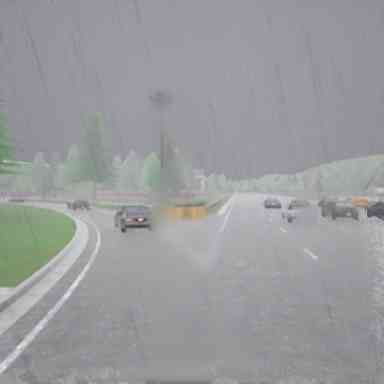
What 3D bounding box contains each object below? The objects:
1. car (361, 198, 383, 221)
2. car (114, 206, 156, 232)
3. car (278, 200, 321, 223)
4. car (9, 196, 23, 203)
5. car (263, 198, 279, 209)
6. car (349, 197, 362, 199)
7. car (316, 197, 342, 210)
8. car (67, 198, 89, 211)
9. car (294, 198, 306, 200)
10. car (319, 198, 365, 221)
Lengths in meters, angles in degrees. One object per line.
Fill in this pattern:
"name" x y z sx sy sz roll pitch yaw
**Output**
"car" 15.016 1.426 25.562 1.812 1.442 4.674 0 0 8
"car" -3.531 1.524 19.927 2.033 1.411 5.357 0 0 -19
"car" 7.862 1.528 24.802 1.895 1.301 4.718 0 0 8
"car" -36.504 1.559 68.911 1.994 1.385 4.181 0 0 -42
"car" 10.401 1.448 43.382 1.994 1.385 4.181 0 0 8
"car" 20.917 1.325 42.780 1.882 1.535 5.008 0 0 8
"car" 17.319 1.425 42.299 1.994 1.385 4.181 0 0 8
"car" -13.987 1.481 40.746 1.837 1.490 4.892 0 0 -31
"car" 13.857 1.437 42.811 1.994 1.385 4.181 0 0 8
"car" 11.569 1.437 26.189 1.812 1.442 4.674 0 0 8
